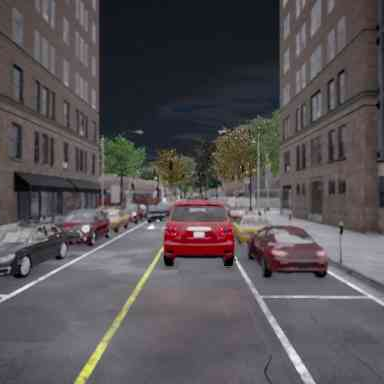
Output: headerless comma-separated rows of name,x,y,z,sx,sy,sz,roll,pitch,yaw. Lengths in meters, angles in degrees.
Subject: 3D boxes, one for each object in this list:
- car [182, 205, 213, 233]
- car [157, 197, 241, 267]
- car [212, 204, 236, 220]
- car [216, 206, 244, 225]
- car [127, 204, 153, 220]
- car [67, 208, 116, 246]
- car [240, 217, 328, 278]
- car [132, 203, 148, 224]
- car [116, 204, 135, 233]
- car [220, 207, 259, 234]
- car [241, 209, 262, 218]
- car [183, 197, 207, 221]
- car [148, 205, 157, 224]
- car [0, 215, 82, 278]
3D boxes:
car,0.363,1.699,21.962,1.837,1.490,4.892,0,-1,1
car,0.233,1.321,11.918,2.150,2.045,5.566,0,-1,1
car,3.030,1.854,32.264,1.947,1.339,4.313,0,-1,1
car,2.960,1.820,26.746,1.802,1.307,4.206,0,-1,1
car,-4.995,1.869,32.364,1.802,1.307,4.206,0,-1,1
car,-5.204,1.577,15.810,1.967,1.590,4.097,0,-1,1
car,2.750,1.671,10.193,1.802,1.307,4.206,0,-1,1
car,-5.065,1.677,26.847,1.967,1.590,4.097,0,-1,1
car,-5.137,1.711,21.158,1.752,1.417,4.829,0,-1,1
car,2.890,1.733,21.228,1.887,1.381,4.507,0,-1,1
car,2.822,1.665,15.881,1.752,1.417,4.829,0,-1,1
car,0.361,1.507,31.978,2.150,2.045,5.566,0,-1,2
car,-2.493,1.792,27.543,2.033,1.411,5.357,0,-1,1
car,-5.274,1.638,10.291,2.008,1.369,4.403,0,0,1
